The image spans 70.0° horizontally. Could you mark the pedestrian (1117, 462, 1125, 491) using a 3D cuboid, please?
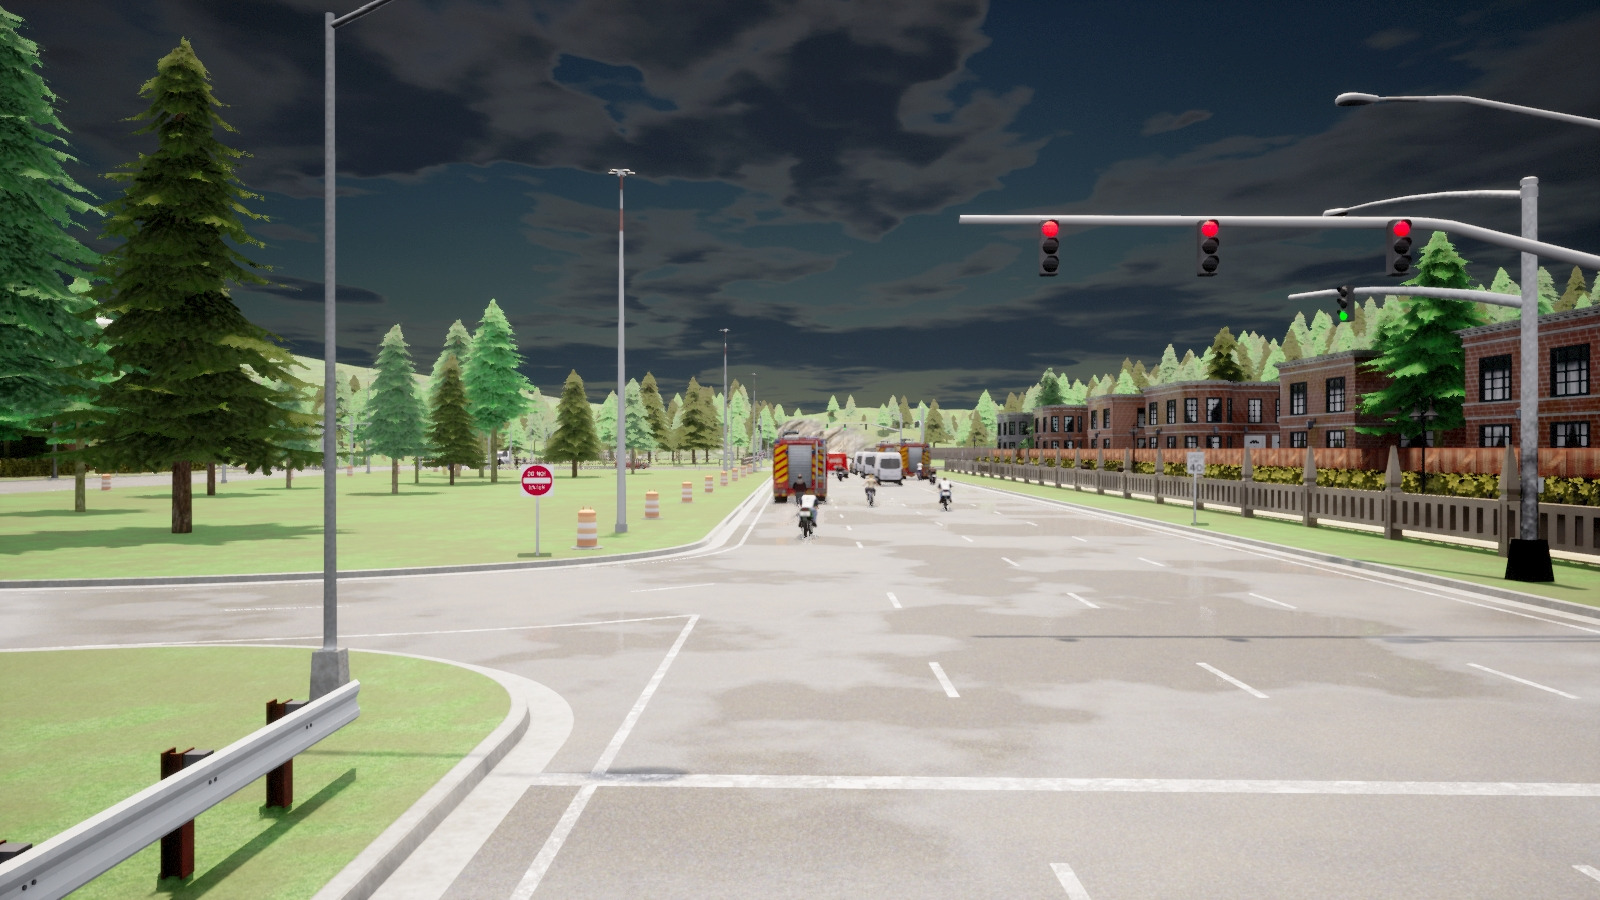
[{"bbox_3d":[20.282,1.665,72.255,0.375,1.860,0.375,0,0,0],"label":"pedestrian"}]

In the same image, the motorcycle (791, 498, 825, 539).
[{"bbox_3d":[0.269,2.167,36.607,0.803,1.199,2.033,1,0,8],"label":"motorcycle"}]

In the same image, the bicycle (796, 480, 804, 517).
[{"bbox_3d":[-0.008,2.037,48.190,0.329,1.471,1.835,0,0,0],"label":"bicycle"}]

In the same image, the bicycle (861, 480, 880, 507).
[{"bbox_3d":[3.497,2.131,56.547,0.859,1.277,1.487,0,0,0],"label":"bicycle"}]

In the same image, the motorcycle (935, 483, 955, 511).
[{"bbox_3d":[6.749,2.161,53.140,0.803,1.199,2.033,-1,0,4],"label":"motorcycle"}]

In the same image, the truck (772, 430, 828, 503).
[{"bbox_3d":[-0.007,0.860,63.968,2.891,3.827,8.468,0,0,0],"label":"truck"}]
